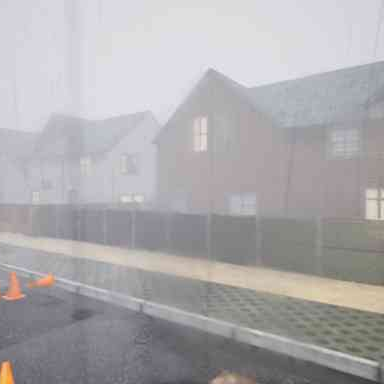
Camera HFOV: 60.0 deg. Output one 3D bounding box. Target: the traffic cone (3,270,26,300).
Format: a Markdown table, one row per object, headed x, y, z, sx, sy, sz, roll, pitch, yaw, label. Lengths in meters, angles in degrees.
| x | y | z | sx | sy | sz | roll | pitch | yaw | label |
| --- | --- | --- | --- | --- | --- | --- | --- | --- | --- |
| -3.872 | 1.998 | 7.253 | 0.340 | 0.580 | 0.340 | 0 | -1 | 36 | traffic cone |

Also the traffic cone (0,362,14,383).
| x | y | z | sx | sy | sz | roll | pitch | yaw | label |
| --- | --- | --- | --- | --- | --- | --- | --- | --- | --- |
| -1.829 | 1.975 | 3.275 | 0.340 | 0.580 | 0.340 | 0 | -1 | 36 | traffic cone |
